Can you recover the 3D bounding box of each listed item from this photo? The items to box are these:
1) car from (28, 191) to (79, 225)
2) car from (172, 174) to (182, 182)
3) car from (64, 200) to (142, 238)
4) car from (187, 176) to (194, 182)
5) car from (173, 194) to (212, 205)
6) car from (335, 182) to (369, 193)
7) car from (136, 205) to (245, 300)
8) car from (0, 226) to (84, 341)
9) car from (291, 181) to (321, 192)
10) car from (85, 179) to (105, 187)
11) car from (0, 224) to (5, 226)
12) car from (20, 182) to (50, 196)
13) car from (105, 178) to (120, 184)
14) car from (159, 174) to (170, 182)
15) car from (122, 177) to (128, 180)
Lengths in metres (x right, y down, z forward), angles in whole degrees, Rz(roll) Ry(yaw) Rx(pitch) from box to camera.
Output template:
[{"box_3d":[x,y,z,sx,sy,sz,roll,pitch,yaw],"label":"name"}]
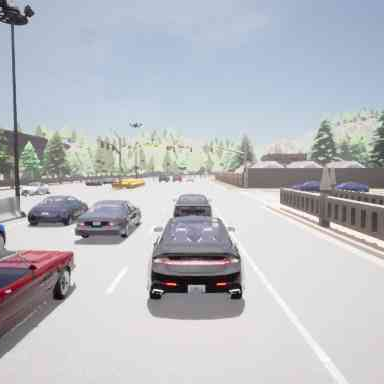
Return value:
[{"box_3d":[-6.979,0.880,17.785,1.994,1.385,4.181,0,3,0],"label":"car"},{"box_3d":[-3.932,-3.607,86.986,2.150,2.045,5.566,0,3,0],"label":"car"},{"box_3d":[-3.465,1.051,14.607,2.033,1.411,5.357,0,3,0],"label":"car"},{"box_3d":[-0.446,-3.452,89.659,1.812,1.442,4.674,0,3,0],"label":"car"},{"box_3d":[0.026,0.817,17.445,1.882,1.535,5.008,0,3,-1],"label":"car"},{"box_3d":[18.040,-0.399,38.624,4.674,1.442,1.812,0,3,2],"label":"car"},{"box_3d":[0.068,1.328,8.024,2.128,1.511,4.902,0,2,0],"label":"car"},{"box_3d":[-3.420,1.528,5.092,1.895,1.301,4.718,0,1,0],"label":"car"},{"box_3d":[15.004,-0.614,42.217,4.674,1.442,1.812,0,3,2],"label":"car"},{"box_3d":[-17.856,-1.630,60.480,1.895,1.301,4.718,0,3,0],"label":"car"},{"box_3d":[-6.936,1.283,8.813,1.882,1.535,5.008,0,2,0],"label":"car"},{"box_3d":[-17.771,-0.350,37.807,1.812,1.442,4.674,0,3,-1],"label":"car"},{"box_3d":[-17.857,-2.392,72.208,2.033,1.411,5.357,0,3,0],"label":"car"},{"box_3d":[-7.432,-3.605,86.968,2.150,2.045,5.566,0,3,0],"label":"car"},{"box_3d":[-17.933,-3.317,87.136,1.812,1.442,4.674,0,3,0],"label":"car"}]
